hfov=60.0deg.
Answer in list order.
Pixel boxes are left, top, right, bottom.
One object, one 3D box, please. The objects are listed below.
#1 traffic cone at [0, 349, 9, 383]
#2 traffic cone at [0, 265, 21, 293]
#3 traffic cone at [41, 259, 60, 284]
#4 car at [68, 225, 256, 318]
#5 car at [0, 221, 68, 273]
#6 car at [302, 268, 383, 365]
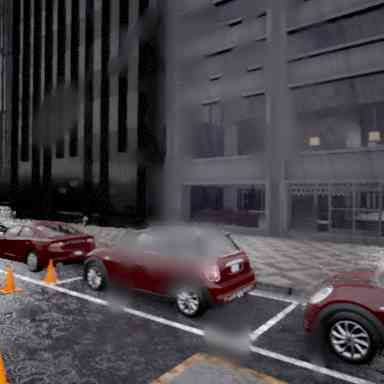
[{"bbox_3d":[-2.208,1.979,3.748,0.340,0.580,0.340,0,-1,37],"label":"traffic cone"},{"bbox_3d":[-4.221,2.003,7.741,0.340,0.580,0.340,0,-1,37],"label":"traffic cone"},{"bbox_3d":[-3.624,2.015,8.543,0.340,0.580,0.340,0,-1,37],"label":"traffic cone"},{"bbox_3d":[-0.717,1.512,7.674,4.097,1.590,1.967,0,0,37],"label":"car"},{"bbox_3d":[-5.069,1.617,10.914,4.507,1.381,1.887,0,0,37],"label":"car"},{"bbox_3d":[3.634,1.513,4.434,4.097,1.590,1.967,0,0,37],"label":"car"}]
